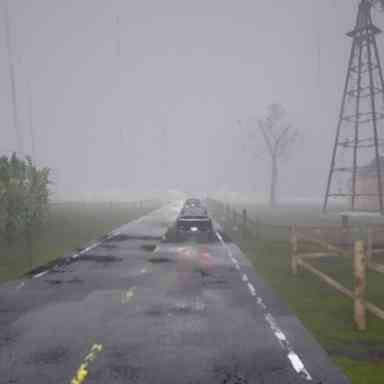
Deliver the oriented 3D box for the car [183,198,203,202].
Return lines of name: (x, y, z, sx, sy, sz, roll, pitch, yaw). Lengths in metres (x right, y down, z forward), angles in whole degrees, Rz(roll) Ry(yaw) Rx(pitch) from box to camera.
car: (0.110, 1.382, 35.687, 2.097, 1.767, 4.553, 0, 0, 0)

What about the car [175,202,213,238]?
car: (0.106, 1.502, 17.866, 2.128, 1.511, 4.902, 0, 0, 0)
